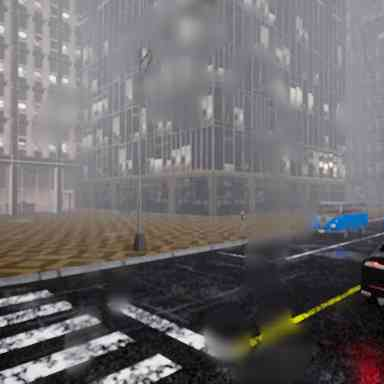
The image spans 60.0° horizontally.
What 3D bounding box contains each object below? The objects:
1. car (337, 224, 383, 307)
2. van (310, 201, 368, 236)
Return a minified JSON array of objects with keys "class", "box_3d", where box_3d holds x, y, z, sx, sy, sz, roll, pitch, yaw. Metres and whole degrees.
[{"class":"car","box_3d":[5.201,1.484,6.964,4.902,1.511,2.128,0,0,-43]},{"class":"van","box_3d":[7.714,1.354,17.315,3.998,1.788,1.690,0,0,-43]}]
